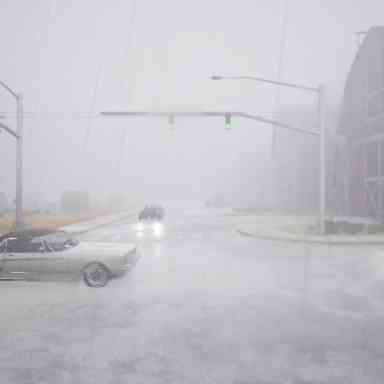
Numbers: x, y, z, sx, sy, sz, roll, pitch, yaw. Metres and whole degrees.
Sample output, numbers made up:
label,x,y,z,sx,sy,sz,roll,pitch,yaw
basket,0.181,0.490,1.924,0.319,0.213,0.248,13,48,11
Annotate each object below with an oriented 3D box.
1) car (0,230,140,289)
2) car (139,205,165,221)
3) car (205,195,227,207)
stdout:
label,x,y,z,sx,sy,sz,roll,pitch,yaw
car,-3.810,1.694,8.864,4.718,1.301,1.895,0,0,1
car,-3.553,1.814,29.727,1.895,1.301,4.718,0,-1,0
car,4.217,1.569,58.307,1.905,1.878,3.866,-7,3,-42
